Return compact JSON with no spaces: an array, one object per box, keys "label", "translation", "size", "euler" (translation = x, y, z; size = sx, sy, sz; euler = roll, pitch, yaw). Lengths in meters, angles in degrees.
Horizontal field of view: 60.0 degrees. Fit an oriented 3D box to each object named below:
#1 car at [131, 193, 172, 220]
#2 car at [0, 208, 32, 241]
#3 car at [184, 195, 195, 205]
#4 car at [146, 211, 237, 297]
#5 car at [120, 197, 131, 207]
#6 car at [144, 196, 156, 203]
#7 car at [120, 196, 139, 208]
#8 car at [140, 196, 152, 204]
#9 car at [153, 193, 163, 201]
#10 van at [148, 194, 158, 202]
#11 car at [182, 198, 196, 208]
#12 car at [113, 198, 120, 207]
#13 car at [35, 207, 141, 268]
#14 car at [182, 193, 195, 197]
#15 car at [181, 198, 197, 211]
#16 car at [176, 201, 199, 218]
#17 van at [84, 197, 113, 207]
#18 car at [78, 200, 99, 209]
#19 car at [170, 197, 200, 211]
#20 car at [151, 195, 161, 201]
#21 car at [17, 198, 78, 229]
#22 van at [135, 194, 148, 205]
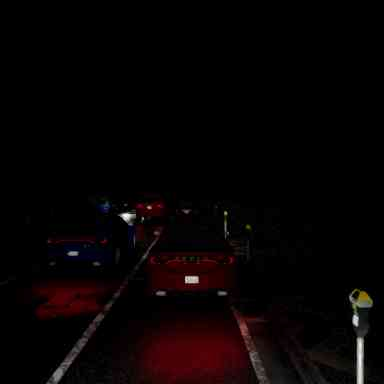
[{"label":"car","translation":[-3.060,1.219,26.523],"size":[2.150,2.045,5.566],"euler":[0,0,0]},{"label":"car","translation":[-8.910,1.565,14.070],"size":[1.947,1.339,4.313],"euler":[0,0,0]},{"label":"car","translation":[-0.386,1.438,59.171],"size":[1.967,1.590,4.097],"euler":[0,0,0]},{"label":"car","translation":[-0.006,1.477,8.651],"size":[1.882,1.535,5.008],"euler":[0,0,0]},{"label":"car","translation":[-6.229,1.350,37.067],"size":[2.097,1.767,4.553],"euler":[0,0,0]},{"label":"car","translation":[-8.911,1.552,70.437],"size":[2.008,1.369,4.403],"euler":[0,0,0]},{"label":"car","translation":[-8.911,1.438,47.891],"size":[1.967,1.590,4.097],"euler":[0,0,0]},{"label":"car","translation":[-8.911,1.525,64.631],"size":[1.752,1.417,4.829],"euler":[0,0,0]},{"label":"car","translation":[-8.912,1.323,87.347],"size":[2.192,1.841,5.009],"euler":[0,0,0]},{"label":"van","translation":[-8.912,1.344,76.073],"size":[1.690,1.788,3.998],"euler":[0,0,0]},{"label":"car","translation":[-0.385,1.564,47.899],"size":[1.947,1.339,4.313],"euler":[0,0,0]},{"label":"car","translation":[-8.911,1.439,36.617],"size":[1.967,1.590,4.097],"euler":[0,0,0]},{"label":"car","translation":[-3.146,1.477,11.280],"size":[1.882,1.535,5.008],"euler":[0,0,0]},{"label":"car","translation":[-0.386,1.313,36.627],"size":[2.192,1.841,5.009],"euler":[0,0,0]},{"label":"car","translation":[-0.385,1.543,42.263],"size":[1.887,1.381,4.507],"euler":[0,0,0]},{"label":"car","translation":[-0.385,1.564,30.990],"size":[1.947,1.339,4.313],"euler":[0,0,0]},{"label":"van","translation":[-8.911,1.340,30.980],"size":[1.690,1.788,3.998],"euler":[0,0,0]},{"label":"car","translation":[-8.910,1.543,25.344],"size":[1.887,1.381,4.507],"euler":[0,0,0]},{"label":"car","translation":[-0.386,1.439,25.353],"size":[1.967,1.590,4.097],"euler":[0,0,0]},{"label":"car","translation":[-8.911,1.446,81.710],"size":[1.967,1.590,4.097],"euler":[0,0,0]},{"label":"car","translation":[-8.911,1.314,19.706],"size":[2.192,1.841,5.009],"euler":[0,0,0]},{"label":"van","translation":[-8.911,1.340,59.164],"size":[1.690,1.788,3.998],"euler":[0,0,0]}]
